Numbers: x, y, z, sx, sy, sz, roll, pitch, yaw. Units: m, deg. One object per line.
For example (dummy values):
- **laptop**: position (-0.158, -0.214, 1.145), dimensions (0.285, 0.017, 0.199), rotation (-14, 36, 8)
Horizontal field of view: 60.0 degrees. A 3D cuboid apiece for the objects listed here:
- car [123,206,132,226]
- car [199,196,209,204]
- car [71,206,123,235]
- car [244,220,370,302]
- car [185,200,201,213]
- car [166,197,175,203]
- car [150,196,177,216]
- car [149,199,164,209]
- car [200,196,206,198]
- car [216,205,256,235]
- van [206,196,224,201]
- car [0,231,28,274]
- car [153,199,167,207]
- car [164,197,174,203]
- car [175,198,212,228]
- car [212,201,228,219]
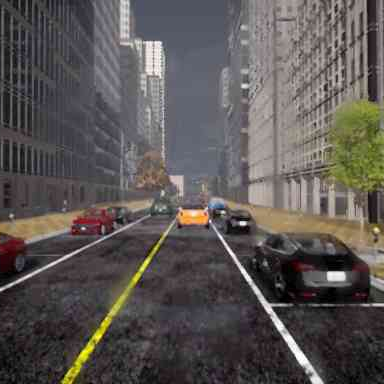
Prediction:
- **car**: position (-5.686, 1.742, 25.368), dimensions (1.947, 1.339, 4.313), rotation (0, 0, 0)
- **car**: position (2.701, 1.802, 76.590), dimensions (2.192, 1.841, 5.009), rotation (0, 0, 0)
- **car**: position (-5.686, 1.682, 19.676), dimensions (1.887, 1.381, 4.507), rotation (0, 0, 0)
- **car**: position (2.693, 1.625, 8.283), dimensions (1.947, 1.339, 4.313), rotation (0, 0, 0)
- **car**: position (0.104, 1.805, 41.328), dimensions (1.812, 1.442, 4.674), rotation (0, 0, 0)
- **car**: position (-5.680, 2.115, 87.985), dimensions (1.947, 1.339, 4.313), rotation (0, 0, 0)
- **car**: position (-3.095, 1.463, 35.470), dimensions (2.150, 2.045, 5.566), rotation (0, 0, 0)
- **car**: position (-5.683, 1.880, 53.661), dimensions (1.752, 1.417, 4.829), rotation (0, 0, 0)
- **car**: position (2.700, 1.737, 65.205), dimensions (2.192, 1.841, 5.009), rotation (0, 0, 0)
- **car**: position (2.694, 1.704, 19.667), dimensions (1.947, 1.339, 4.313), rotation (0, 0, 0)
- **van**: position (2.696, 1.591, 36.746), dimensions (1.690, 1.788, 3.998), rotation (0, 0, 0)
- **car**: position (-5.688, 1.641, 8.291), dimensions (1.802, 1.307, 4.206), rotation (0, 0, 0)
- **car**: position (-5.683, 1.939, 59.524), dimensions (2.008, 1.369, 4.403), rotation (0, 0, 0)
- **car**: position (-5.680, 2.069, 82.293), dimensions (2.008, 1.369, 4.403), rotation (0, 0, 0)
- **car**: position (0.103, 1.518, 23.815), dimensions (2.097, 1.767, 4.553), rotation (0, 0, 0)
- **car**: position (2.695, 1.779, 31.051), dimensions (1.947, 1.339, 4.313), rotation (0, 0, 0)
